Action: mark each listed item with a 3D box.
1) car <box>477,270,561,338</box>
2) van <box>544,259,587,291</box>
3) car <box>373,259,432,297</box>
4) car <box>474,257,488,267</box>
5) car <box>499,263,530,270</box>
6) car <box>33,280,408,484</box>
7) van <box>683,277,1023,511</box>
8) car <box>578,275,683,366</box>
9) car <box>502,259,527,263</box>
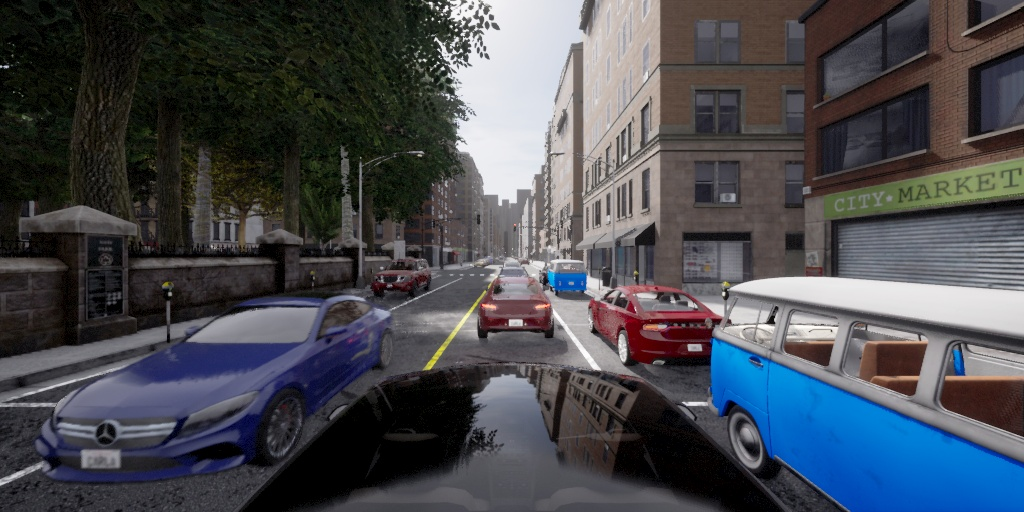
[{"bbox_3d":[0.096,1.275,10.031,1.812,1.442,4.674,0,0,0],"label":"car"},{"bbox_3d":[2.859,1.087,19.150,1.690,1.789,3.998,0,0,0],"label":"van"},{"bbox_3d":[-5.666,1.061,19.111,2.192,1.841,5.009,0,0,0],"label":"car"},{"bbox_3d":[-5.661,1.234,62.630,1.751,1.417,4.829,0,0,0],"label":"car"},{"bbox_3d":[0.099,1.294,19.609,2.033,1.411,5.357,0,0,1],"label":"car"},{"bbox_3d":[-3.100,1.276,5.034,1.812,1.442,4.674,0,0,0],"label":"car"},{"bbox_3d":[2.857,1.091,2.168,1.690,1.789,3.998,0,0,0],"label":"van"},{"bbox_3d":[2.857,1.295,7.829,1.888,1.381,4.507,0,0,0],"label":"car"},{"bbox_3d":[0.007,1.245,29.354,1.837,1.490,4.892,0,0,0],"label":"car"}]
